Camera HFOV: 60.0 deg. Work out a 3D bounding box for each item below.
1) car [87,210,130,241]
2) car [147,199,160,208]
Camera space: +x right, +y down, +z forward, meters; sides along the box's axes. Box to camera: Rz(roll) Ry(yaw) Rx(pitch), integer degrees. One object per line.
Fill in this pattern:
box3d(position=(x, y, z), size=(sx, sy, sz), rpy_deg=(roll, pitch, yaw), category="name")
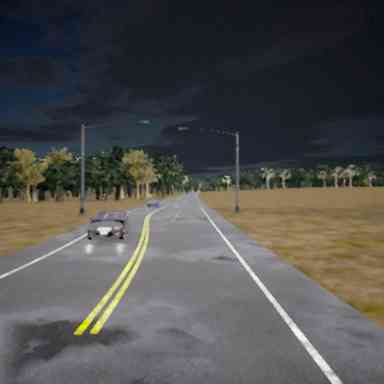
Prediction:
box3d(position=(-4.510, 1.751, 18.511), size=(2.128, 1.511, 4.902), rpy_deg=(0, -1, -6), category="car")
box3d(position=(-7.034, 2.074, 60.399), size=(1.882, 1.535, 5.008), rpy_deg=(0, 0, 1), category="car")
